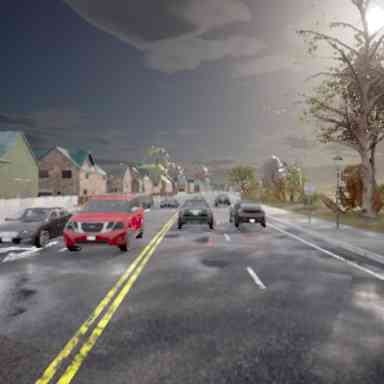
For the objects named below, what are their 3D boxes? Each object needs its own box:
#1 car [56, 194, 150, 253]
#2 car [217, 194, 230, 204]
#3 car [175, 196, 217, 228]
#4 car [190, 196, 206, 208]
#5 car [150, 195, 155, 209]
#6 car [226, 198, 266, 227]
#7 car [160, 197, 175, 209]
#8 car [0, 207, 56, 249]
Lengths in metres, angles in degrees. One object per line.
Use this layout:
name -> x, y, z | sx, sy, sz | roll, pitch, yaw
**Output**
car -> -3.305, 1.141, 13.744 | 2.150, 2.045, 5.566 | 0, 0, 1
car -> 4.272, 1.059, 46.999 | 2.097, 1.767, 4.553 | 0, 0, 3
car -> 0.241, 1.227, 21.105 | 2.097, 1.767, 4.553 | 0, 0, 1
car -> 0.913, 1.273, 44.847 | 2.033, 1.411, 5.357 | 0, 0, 3
car -> -5.884, 1.109, 40.721 | 2.097, 1.767, 4.553 | 0, 0, 3
car -> 3.497, 1.377, 21.464 | 1.837, 1.490, 4.892 | 0, 0, 1
car -> -2.670, 1.325, 39.888 | 1.994, 1.385, 4.181 | 0, 0, 3
car -> -6.546, 1.409, 14.256 | 2.128, 1.511, 4.902 | 0, 0, 1
